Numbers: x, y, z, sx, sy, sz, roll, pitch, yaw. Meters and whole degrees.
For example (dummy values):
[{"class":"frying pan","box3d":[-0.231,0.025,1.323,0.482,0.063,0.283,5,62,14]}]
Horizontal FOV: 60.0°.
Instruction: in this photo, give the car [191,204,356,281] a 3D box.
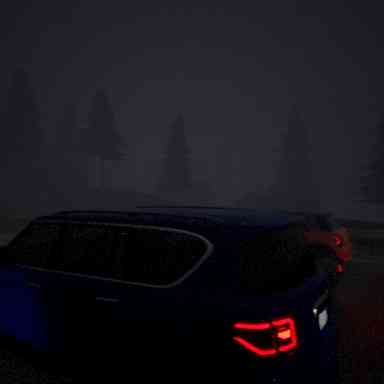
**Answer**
[{"class":"car","box3d":[2.453,1.325,10.341,4.553,1.767,2.097,0,0,33]}]

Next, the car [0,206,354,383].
[{"class":"car","box3d":[-1.080,1.214,4.421,5.566,2.045,2.150,0,0,33]}]

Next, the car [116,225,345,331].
[{"class":"car","box3d":[0.699,1.584,7.401,4.718,1.301,1.895,0,0,33]}]
